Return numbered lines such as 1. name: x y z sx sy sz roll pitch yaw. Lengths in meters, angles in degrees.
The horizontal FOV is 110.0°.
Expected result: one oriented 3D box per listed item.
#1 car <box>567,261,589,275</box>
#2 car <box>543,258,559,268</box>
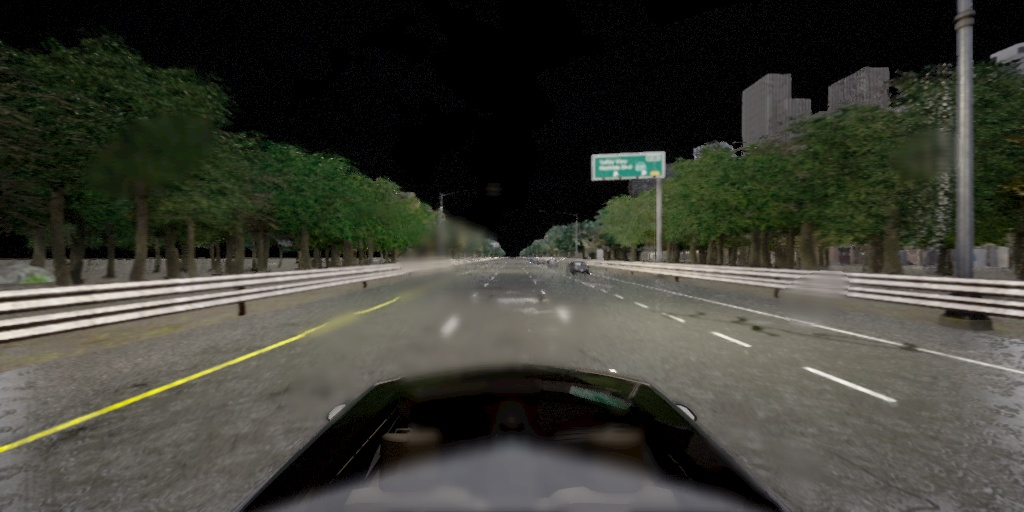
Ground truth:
1. car: 7.032 1.267 38.385 1.812 1.442 4.674 0 0 0
2. car: 7.063 1.233 62.306 2.128 1.511 4.902 0 0 0
